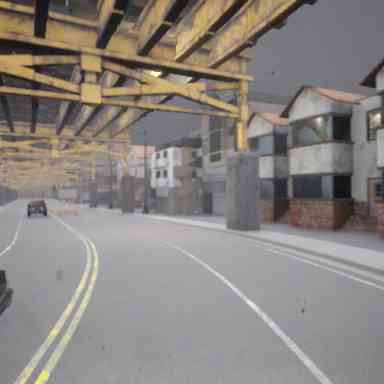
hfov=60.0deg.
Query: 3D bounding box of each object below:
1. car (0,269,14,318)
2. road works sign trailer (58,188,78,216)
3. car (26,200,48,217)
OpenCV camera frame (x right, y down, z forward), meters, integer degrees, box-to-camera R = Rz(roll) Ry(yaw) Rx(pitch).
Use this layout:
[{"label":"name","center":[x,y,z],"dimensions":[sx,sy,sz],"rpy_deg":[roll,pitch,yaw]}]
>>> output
[{"label":"car","center":[-3.858,1.635,3.591],"dimensions":[2.033,1.411,5.357],"rpy_deg":[0,-1,-6]},{"label":"road works sign trailer","center":[-16.286,1.246,43.517],"dimensions":[2.380,3.560,2.880],"rpy_deg":[0,-1,-26]},{"label":"car","center":[-19.357,2.023,41.603],"dimensions":[2.150,2.045,5.566],"rpy_deg":[0,-1,-26]}]
